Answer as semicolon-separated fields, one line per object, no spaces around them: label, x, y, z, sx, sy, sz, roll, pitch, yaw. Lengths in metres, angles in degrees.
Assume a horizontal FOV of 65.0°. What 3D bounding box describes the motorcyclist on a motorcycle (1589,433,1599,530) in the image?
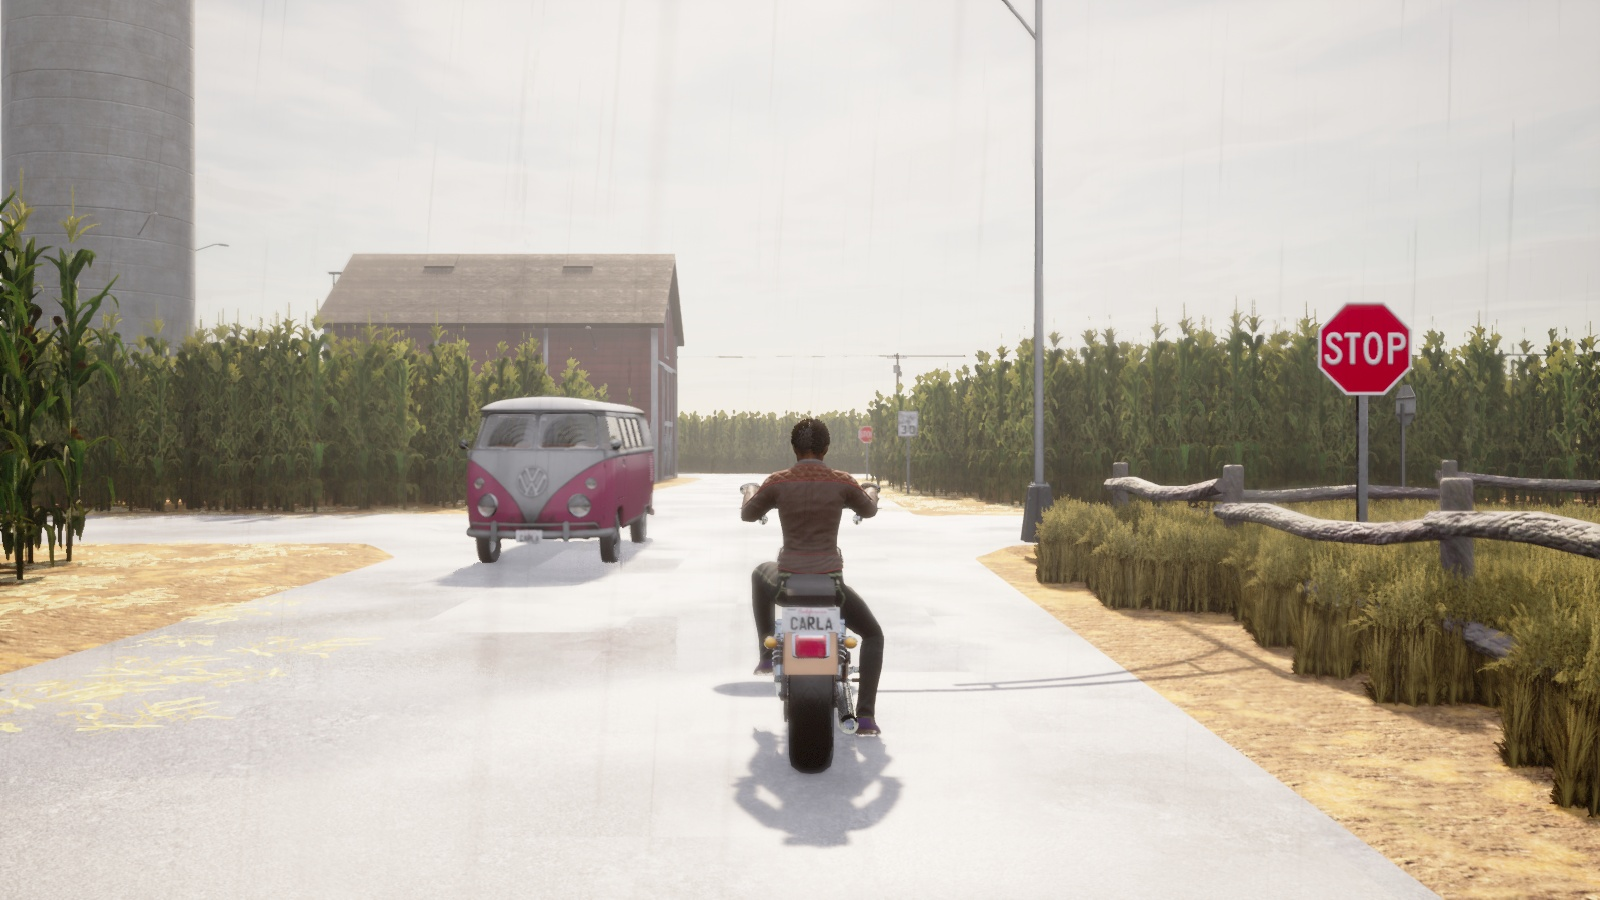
motorcyclist on a motorcycle;14.875;0.550;21.415;2.350;1.649;0.766;0;0;1

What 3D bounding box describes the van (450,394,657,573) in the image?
van;-2.989;0.334;16.184;1.775;1.987;4.442;0;1;0

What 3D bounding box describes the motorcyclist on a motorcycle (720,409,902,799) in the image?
motorcyclist on a motorcycle;0.053;0.647;6.489;0.766;1.649;2.350;0;0;0
